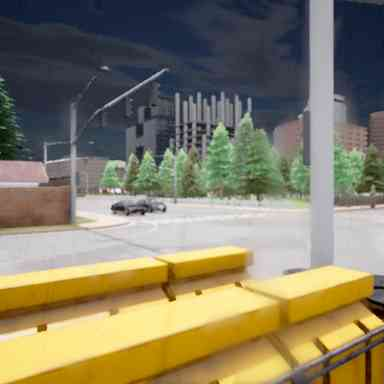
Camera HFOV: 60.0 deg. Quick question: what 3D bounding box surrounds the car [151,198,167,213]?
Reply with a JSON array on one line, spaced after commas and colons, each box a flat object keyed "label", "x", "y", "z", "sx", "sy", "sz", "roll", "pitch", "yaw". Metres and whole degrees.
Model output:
[{"label": "car", "x": -4.429, "y": 1.417, "z": 35.649, "sx": 2.128, "sy": 1.511, "sz": 4.902, "roll": 0, "pitch": 0, "yaw": -33}]

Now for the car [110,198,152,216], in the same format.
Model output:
[{"label": "car", "x": -6.153, "y": 1.488, "z": 31.906, "sx": 2.033, "sy": 1.411, "sz": 5.357, "roll": 0, "pitch": 0, "yaw": -33}]
